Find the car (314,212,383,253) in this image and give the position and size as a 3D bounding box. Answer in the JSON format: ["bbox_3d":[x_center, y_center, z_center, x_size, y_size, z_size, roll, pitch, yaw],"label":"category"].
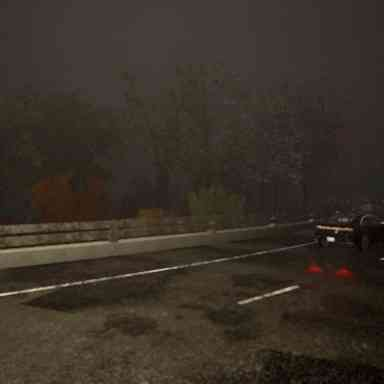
[{"bbox_3d":[7.152,1.640,14.540,4.902,1.511,2.128,1,0,-43],"label":"car"}]

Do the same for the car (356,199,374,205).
[{"bbox_3d":[39.443,2.293,77.321,2.128,1.511,4.902,0,0,5],"label":"car"}]

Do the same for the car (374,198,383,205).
[{"bbox_3d":[42.909,2.141,76.817,2.097,1.767,4.553,0,0,5],"label":"car"}]
